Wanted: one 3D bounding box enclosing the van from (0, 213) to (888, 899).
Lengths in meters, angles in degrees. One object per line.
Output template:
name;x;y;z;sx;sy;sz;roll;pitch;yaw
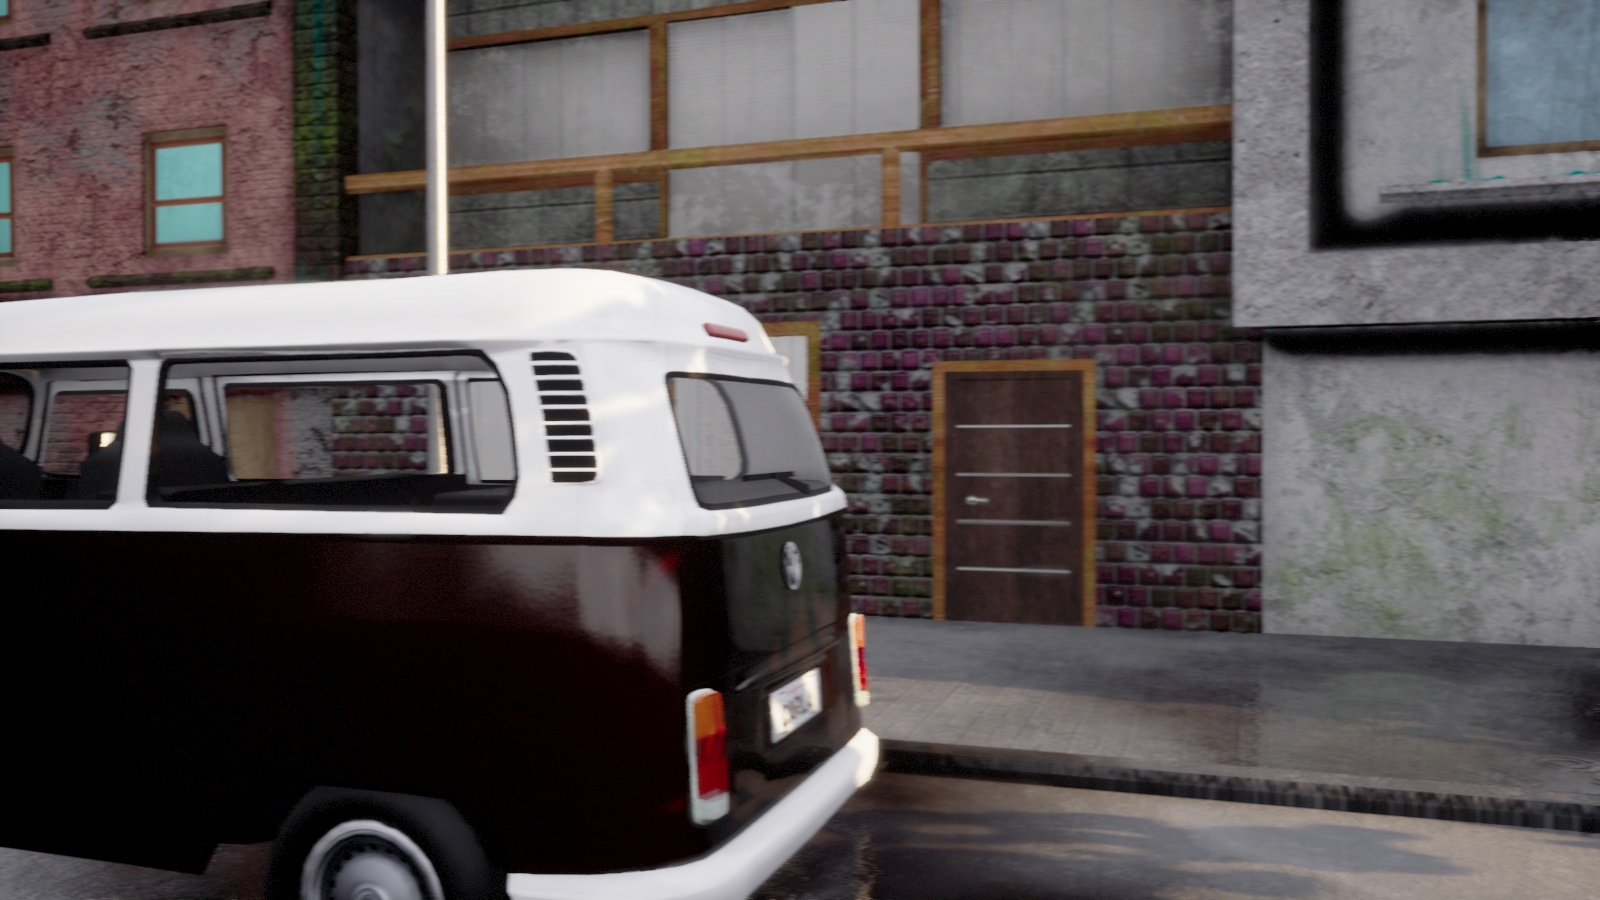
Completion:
van;-2.130;0.471;4.431;4.480;2.038;2.069;1;1;19
